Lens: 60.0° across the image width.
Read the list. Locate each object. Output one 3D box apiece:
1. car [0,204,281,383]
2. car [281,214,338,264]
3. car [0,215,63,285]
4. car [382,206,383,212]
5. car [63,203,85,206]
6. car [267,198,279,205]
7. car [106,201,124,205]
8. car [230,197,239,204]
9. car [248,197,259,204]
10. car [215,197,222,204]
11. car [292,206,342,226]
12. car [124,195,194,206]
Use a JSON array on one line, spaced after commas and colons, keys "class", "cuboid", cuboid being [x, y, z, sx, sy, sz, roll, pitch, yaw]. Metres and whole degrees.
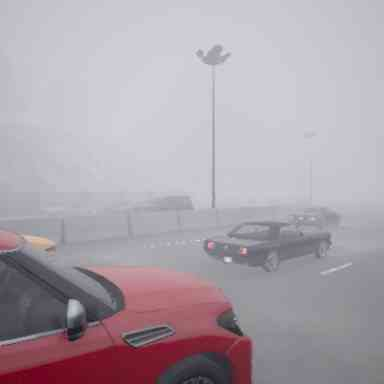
[{"class": "car", "cuboid": [-2.041, 1.226, 2.429, 5.566, 2.045, 2.150, 0, 0, -37]}, {"class": "car", "cuboid": [2.676, 1.622, 10.864, 4.718, 1.301, 1.895, 0, 0, -41]}, {"class": "car", "cuboid": [-6.054, 1.498, 8.269, 5.008, 1.535, 1.882, 0, 0, -36]}, {"class": "car", "cuboid": [19.139, 1.603, 31.392, 2.033, 1.411, 5.357, 0, 0, 29]}, {"class": "car", "cuboid": [-11.446, 1.671, 31.371, 1.895, 1.301, 4.718, 0, 0, 44]}, {"class": "car", "cuboid": [15.315, 1.723, 63.145, 1.895, 1.301, 4.718, 0, 0, 8]}, {"class": "car", "cuboid": [-4.505, 1.539, 28.665, 1.882, 1.535, 5.008, 0, 0, 41]}, {"class": "car", "cuboid": [8.868, 1.672, 69.149, 2.033, 1.411, 5.357, 0, 0, 6]}, {"class": "car", "cuboid": [12.103, 1.686, 66.188, 1.994, 1.385, 4.181, 0, 0, 7]}, {"class": "car", "cuboid": [5.342, 1.722, 69.052, 1.895, 1.301, 4.718, 0, 0, 6]}, {"class": "car", "cuboid": [7.989, 1.588, 21.370, 2.033, 1.411, 5.357, 0, 0, 40]}, {"class": "car", "cuboid": [-2.195, 1.276, 25.934, 2.150, 2.045, 5.566, 0, 0, 42]}]
